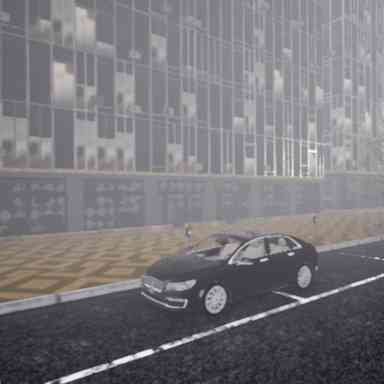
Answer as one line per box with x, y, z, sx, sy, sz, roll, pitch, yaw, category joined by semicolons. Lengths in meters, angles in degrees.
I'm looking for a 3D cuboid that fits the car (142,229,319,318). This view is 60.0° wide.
1.026;1.547;7.347;4.403;1.369;2.008;0;0;-36;car
